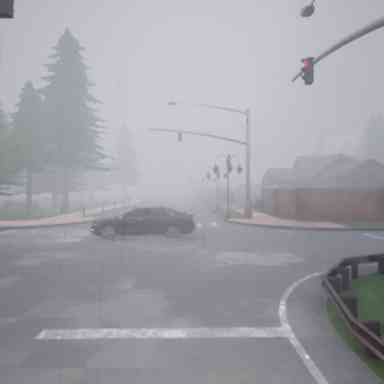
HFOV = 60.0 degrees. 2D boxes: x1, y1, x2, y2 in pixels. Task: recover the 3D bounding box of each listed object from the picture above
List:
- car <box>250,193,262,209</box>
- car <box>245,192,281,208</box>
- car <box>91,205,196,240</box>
[{"bbox_3d":[8.852,0.952,37.103,4.605,1.855,1.932,0,0,-1],"label":"car"},{"bbox_3d":[8.437,0.941,39.613,3.866,1.878,1.905,0,0,-1],"label":"car"},{"bbox_3d":[-2.252,1.406,15.724,4.892,1.490,1.837,0,0,1],"label":"car"}]
